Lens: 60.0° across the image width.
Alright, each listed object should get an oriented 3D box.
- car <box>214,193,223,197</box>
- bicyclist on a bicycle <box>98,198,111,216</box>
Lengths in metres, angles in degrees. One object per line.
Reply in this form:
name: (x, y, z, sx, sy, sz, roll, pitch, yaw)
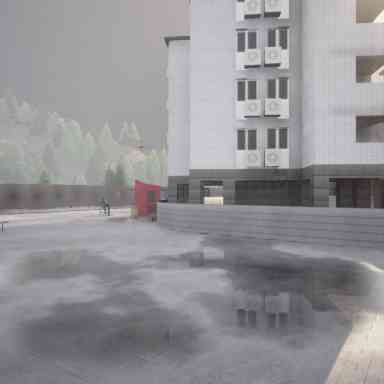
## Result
car: (5.626, 1.219, 55.816, 2.150, 2.045, 5.566, 0, 0, 36)
bicyclist on a bicycle: (-7.837, 1.349, 29.750, 1.656, 1.620, 0.582, 0, 0, 36)
